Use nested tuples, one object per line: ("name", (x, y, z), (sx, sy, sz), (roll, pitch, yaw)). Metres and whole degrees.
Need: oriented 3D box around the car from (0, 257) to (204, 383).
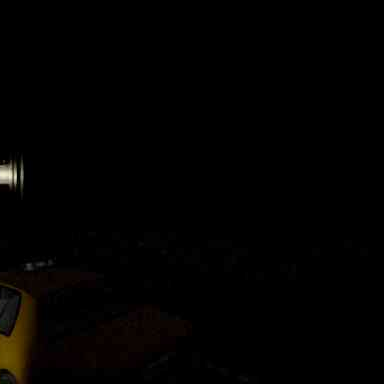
("car", (-2.143, 1.548, 4.366), (4.829, 1.417, 1.752), (-1, 0, 37))
